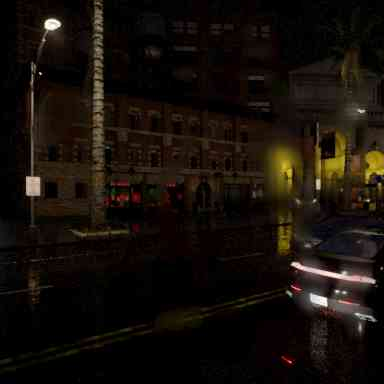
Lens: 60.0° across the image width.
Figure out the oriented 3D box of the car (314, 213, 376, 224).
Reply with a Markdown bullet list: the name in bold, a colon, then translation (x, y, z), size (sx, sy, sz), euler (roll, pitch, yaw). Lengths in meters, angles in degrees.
- **car**: translation (5.733, 1.526, 12.371), size (4.674, 1.442, 1.812), euler (0, 0, -36)

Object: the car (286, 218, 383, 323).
- **car**: translation (3.982, 1.492, 6.652), size (4.902, 1.511, 2.128), euler (0, 0, -35)
